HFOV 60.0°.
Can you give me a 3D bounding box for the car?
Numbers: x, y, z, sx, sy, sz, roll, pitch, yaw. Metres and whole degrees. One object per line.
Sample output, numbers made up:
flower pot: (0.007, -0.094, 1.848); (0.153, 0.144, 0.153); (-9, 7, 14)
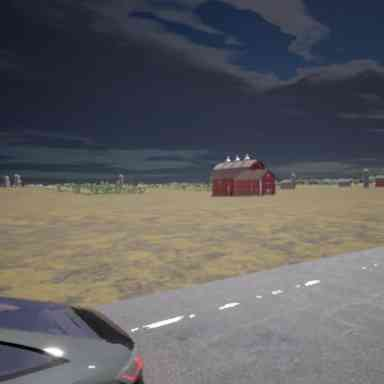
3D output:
car: (-2.392, 1.568, 2.288); (4.181, 1.385, 1.994); (0, 0, -36)
